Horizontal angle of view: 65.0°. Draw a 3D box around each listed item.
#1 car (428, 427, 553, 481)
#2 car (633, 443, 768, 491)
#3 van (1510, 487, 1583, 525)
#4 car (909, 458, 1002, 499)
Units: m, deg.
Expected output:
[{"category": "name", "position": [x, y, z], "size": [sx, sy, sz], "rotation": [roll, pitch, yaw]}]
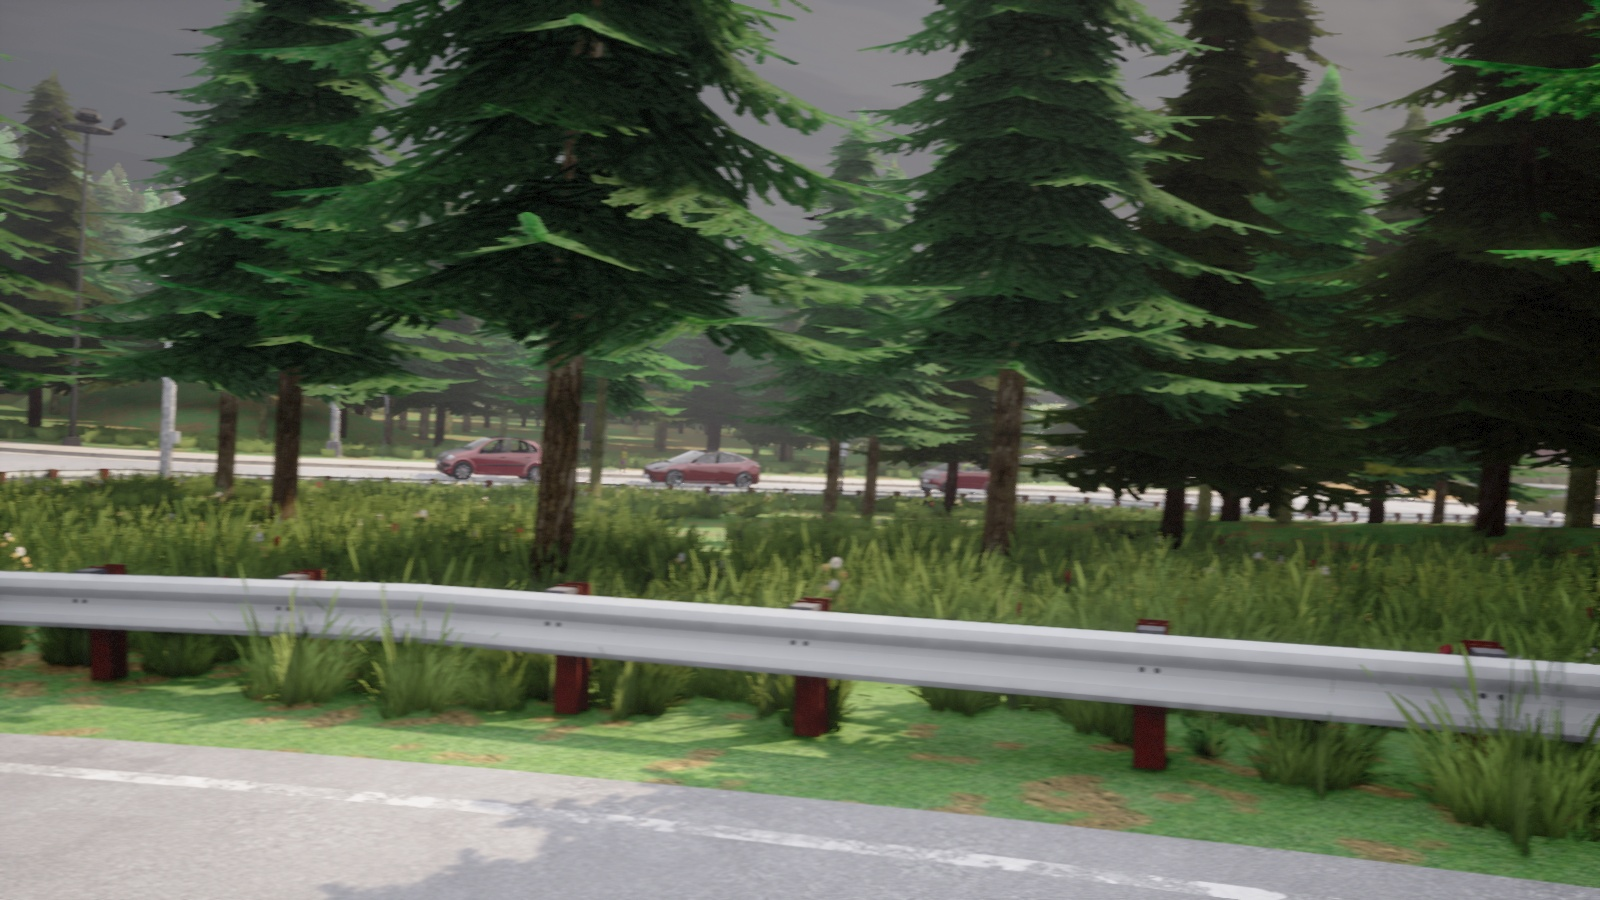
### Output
[{"category": "car", "position": [-11.323, 0.154, 45.996], "size": [3.988, 1.617, 1.851], "rotation": [3, 3, -29]}, {"category": "car", "position": [-3.960, 0.681, 50.144], "size": [4.792, 1.488, 2.163], "rotation": [3, 3, -30]}, {"category": "van", "position": [44.984, 3.358, 75.649], "size": [4.442, 1.987, 1.775], "rotation": [3, 3, -31]}, {"category": "car", "position": [7.009, 1.285, 56.521], "size": [3.705, 1.549, 1.789], "rotation": [4, 3, -31]}]
